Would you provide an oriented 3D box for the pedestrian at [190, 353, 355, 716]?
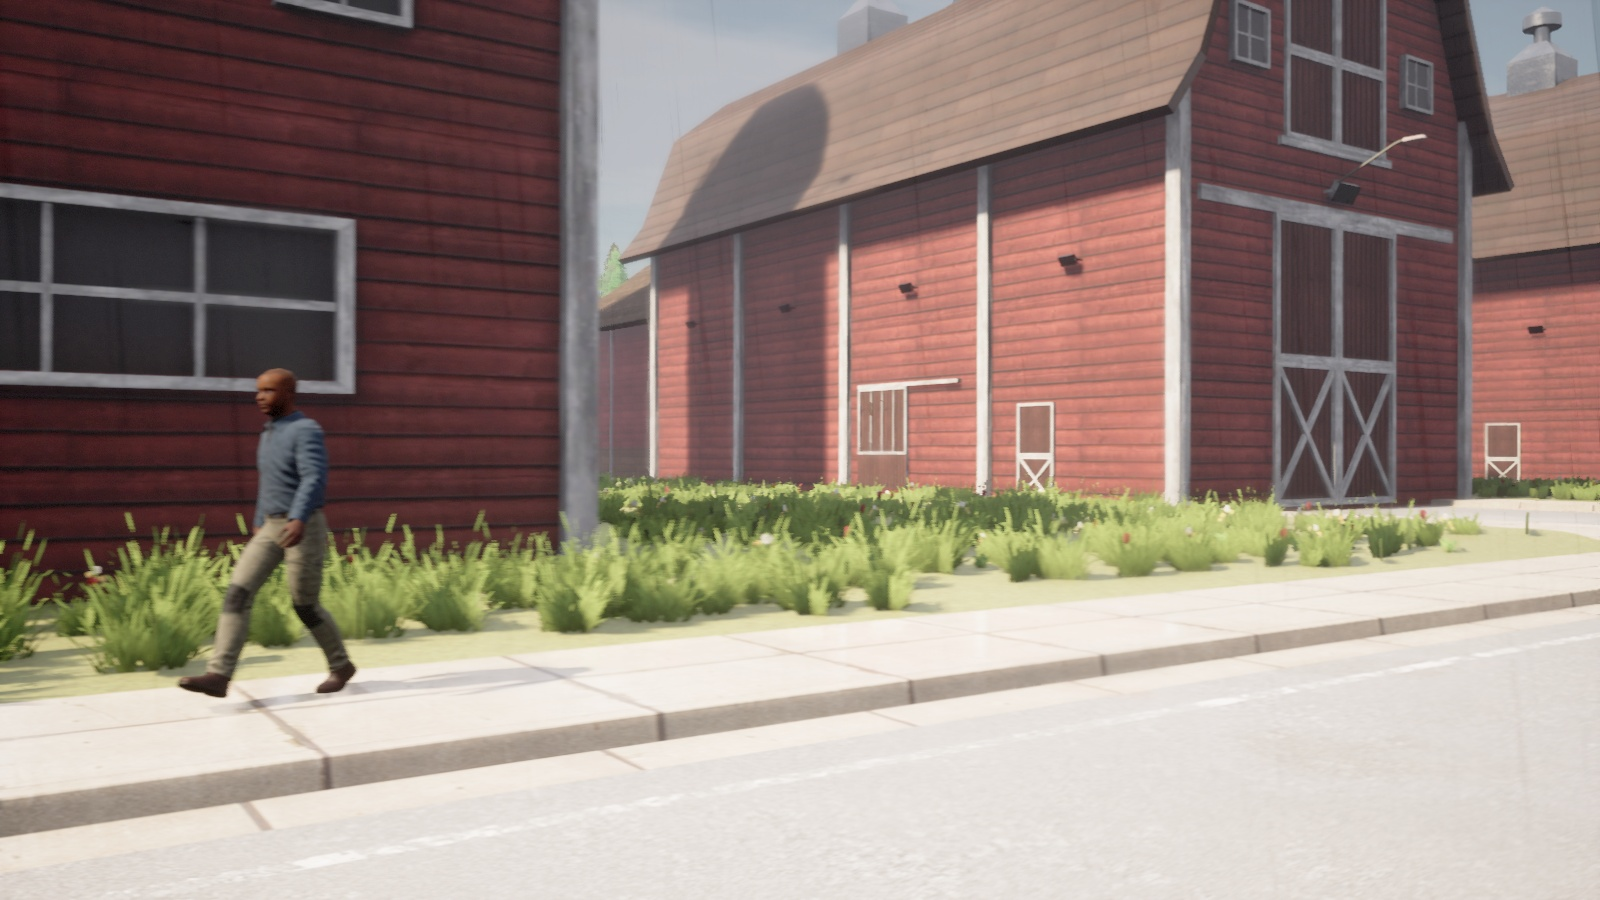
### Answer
[{"bbox_3d":[-2.818,0.427,6.738,0.370,1.835,0.726,0,0,34],"label":"pedestrian"}]
